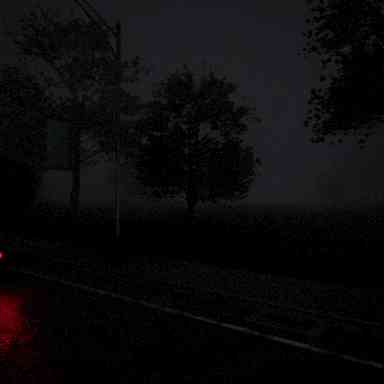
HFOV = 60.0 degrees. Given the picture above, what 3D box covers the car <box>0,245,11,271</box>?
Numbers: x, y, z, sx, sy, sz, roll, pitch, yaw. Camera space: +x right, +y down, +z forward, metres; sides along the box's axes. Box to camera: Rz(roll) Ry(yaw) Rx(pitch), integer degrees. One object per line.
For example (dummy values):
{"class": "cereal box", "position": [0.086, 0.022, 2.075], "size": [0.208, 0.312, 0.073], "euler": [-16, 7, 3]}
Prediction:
{"class": "car", "position": [-6.947, 1.597, 9.023], "size": [4.718, 1.301, 1.895], "euler": [0, 0, 36]}
